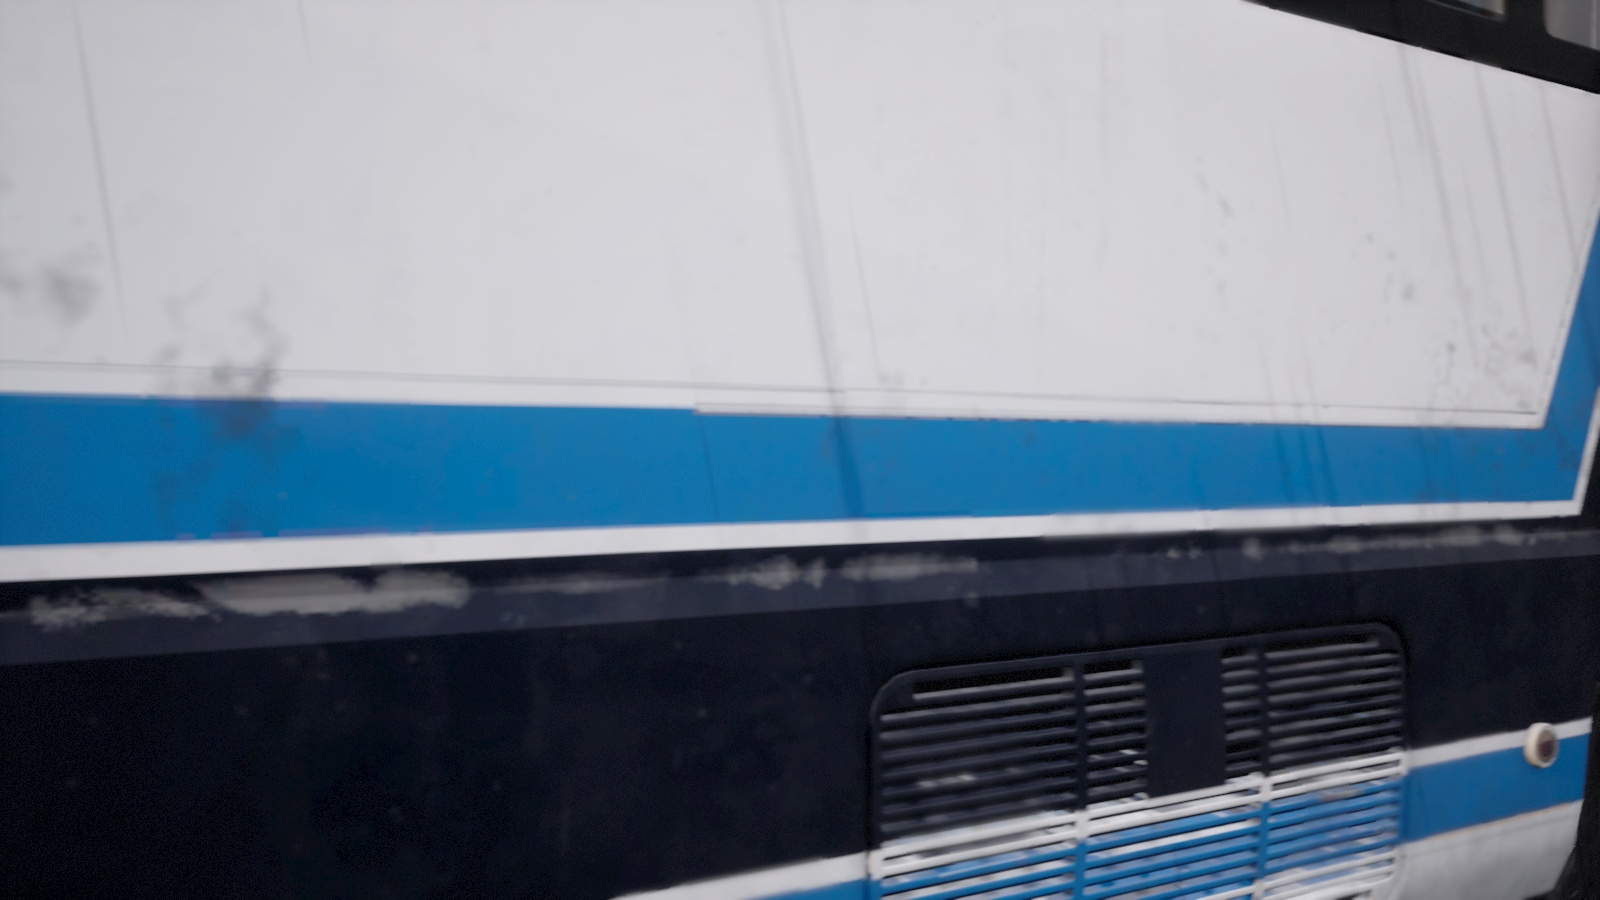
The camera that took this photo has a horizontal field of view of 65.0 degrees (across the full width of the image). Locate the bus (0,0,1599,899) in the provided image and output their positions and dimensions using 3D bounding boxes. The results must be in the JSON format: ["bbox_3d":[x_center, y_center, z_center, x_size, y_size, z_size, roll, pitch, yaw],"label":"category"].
[{"bbox_3d":[-0.882,-0.622,3.042,10.273,4.253,3.944,0,0,-30],"label":"bus"}]
